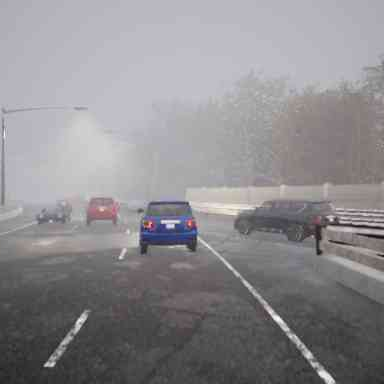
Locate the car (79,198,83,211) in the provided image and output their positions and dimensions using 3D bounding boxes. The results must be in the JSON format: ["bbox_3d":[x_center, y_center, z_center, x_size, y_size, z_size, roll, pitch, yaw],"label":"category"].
[{"bbox_3d":[-13.162,1.844,43.480,1.994,1.385,4.181,0,0,-24],"label":"car"}]

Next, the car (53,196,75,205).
[{"bbox_3d":[-16.633,1.631,42.690,2.097,1.767,4.553,0,0,-24],"label":"car"}]

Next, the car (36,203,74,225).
[{"bbox_3d":[-10.488,1.768,25.545,1.895,1.301,4.718,0,0,-14],"label":"car"}]

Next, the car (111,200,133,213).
[{"bbox_3d":[-9.031,1.775,42.767,1.837,1.490,4.892,0,0,-22],"label":"car"}]

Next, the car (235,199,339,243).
[{"bbox_3d":[4.622,1.371,16.915,2.150,2.045,5.566,0,0,-35],"label":"car"}]

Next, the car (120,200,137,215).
[{"bbox_3d":[-6.467,1.779,36.813,2.033,1.411,5.357,0,0,-23],"label":"car"}]

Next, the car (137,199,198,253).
[{"bbox_3d":[-1.137,1.308,14.335,2.150,2.045,5.566,0,0,-8],"label":"car"}]

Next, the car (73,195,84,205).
[{"bbox_3d":[-23.636,1.665,67.985,2.150,2.045,5.566,0,0,-38],"label":"car"}]

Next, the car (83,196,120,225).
[{"bbox_3d":[-6.937,1.386,25.800,2.150,2.045,5.566,0,0,-14],"label":"car"}]
